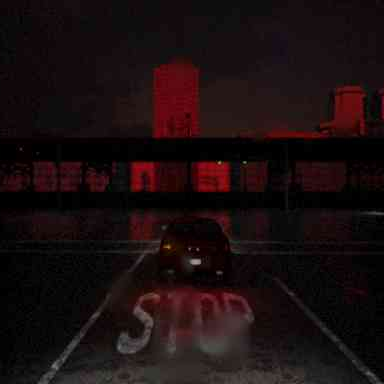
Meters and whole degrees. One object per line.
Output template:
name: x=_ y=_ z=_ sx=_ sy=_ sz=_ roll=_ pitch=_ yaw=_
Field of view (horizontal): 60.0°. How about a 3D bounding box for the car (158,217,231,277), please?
car: x=0.053 y=1.504 z=10.366 sx=1.882 sy=1.535 sz=5.008 roll=0 pitch=0 yaw=-1
